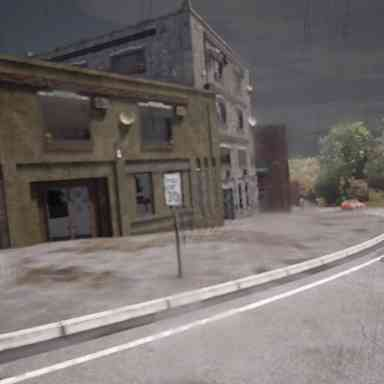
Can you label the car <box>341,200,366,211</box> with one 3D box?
[{"bbox_3d":[24.472,1.942,50.640,2.097,1.767,4.553,-5,-3,3],"label":"car"}]
